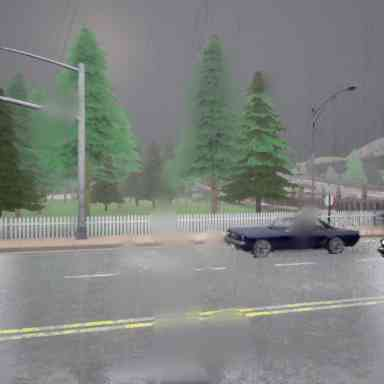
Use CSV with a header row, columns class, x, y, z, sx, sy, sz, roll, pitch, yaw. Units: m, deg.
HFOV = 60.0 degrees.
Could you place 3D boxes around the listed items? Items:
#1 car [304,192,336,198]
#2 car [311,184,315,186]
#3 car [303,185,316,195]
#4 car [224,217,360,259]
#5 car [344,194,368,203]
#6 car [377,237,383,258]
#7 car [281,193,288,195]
class,x,y,z,sx,sy,sz,roll,pitch,yaw
car,18.912,1.172,48.483,1.812,1.442,4.674,0,3,-15
car,26.113,-1.239,75.360,2.128,1.511,4.902,0,7,-15
car,21.688,-0.189,65.017,1.882,1.535,5.008,0,7,-15
car,3.622,1.601,12.360,4.718,1.301,1.895,0,0,-14
car,25.451,1.130,51.085,1.812,1.442,4.674,0,3,-15
car,8.045,1.601,9.841,4.718,1.301,1.895,0,0,-14
car,15.446,-0.222,61.218,2.150,2.045,5.566,0,7,-14
